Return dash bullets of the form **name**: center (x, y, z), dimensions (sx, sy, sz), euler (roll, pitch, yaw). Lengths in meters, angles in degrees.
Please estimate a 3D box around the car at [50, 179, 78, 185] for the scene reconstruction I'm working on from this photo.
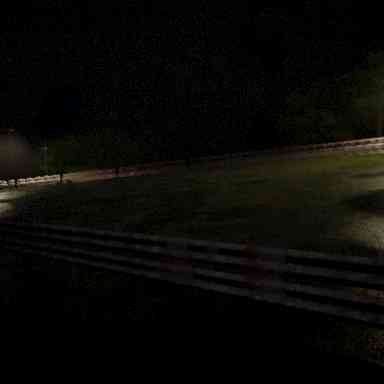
- **car**: center (-21.355, -1.519, 55.405), dimensions (4.718, 1.301, 1.895), euler (-4, -2, 28)
